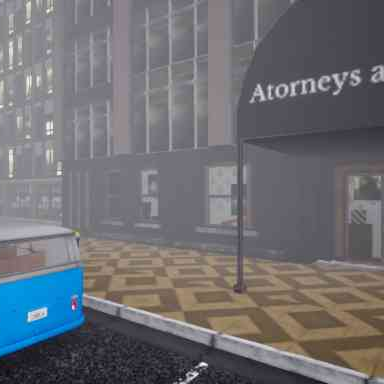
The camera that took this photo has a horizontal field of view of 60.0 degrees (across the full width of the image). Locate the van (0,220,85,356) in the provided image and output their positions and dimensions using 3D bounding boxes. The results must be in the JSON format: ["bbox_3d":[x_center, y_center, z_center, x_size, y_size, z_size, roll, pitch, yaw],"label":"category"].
[{"bbox_3d":[-3.497,1.341,5.359,3.998,1.788,1.690,0,0,35],"label":"van"}]
